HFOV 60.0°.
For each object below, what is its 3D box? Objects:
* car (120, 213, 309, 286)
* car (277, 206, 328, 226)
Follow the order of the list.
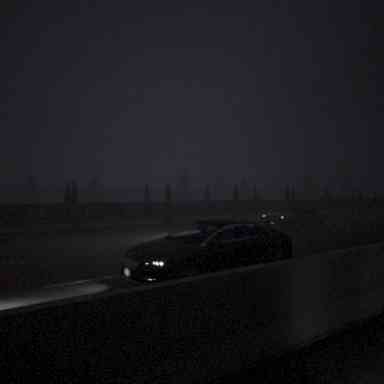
[{"bbox_3d":[0.578,1.489,8.703,4.902,1.511,2.128,0,0,-36],"label":"car"},{"bbox_3d":[6.722,1.594,21.684,4.718,1.301,1.895,0,0,-35],"label":"car"}]
